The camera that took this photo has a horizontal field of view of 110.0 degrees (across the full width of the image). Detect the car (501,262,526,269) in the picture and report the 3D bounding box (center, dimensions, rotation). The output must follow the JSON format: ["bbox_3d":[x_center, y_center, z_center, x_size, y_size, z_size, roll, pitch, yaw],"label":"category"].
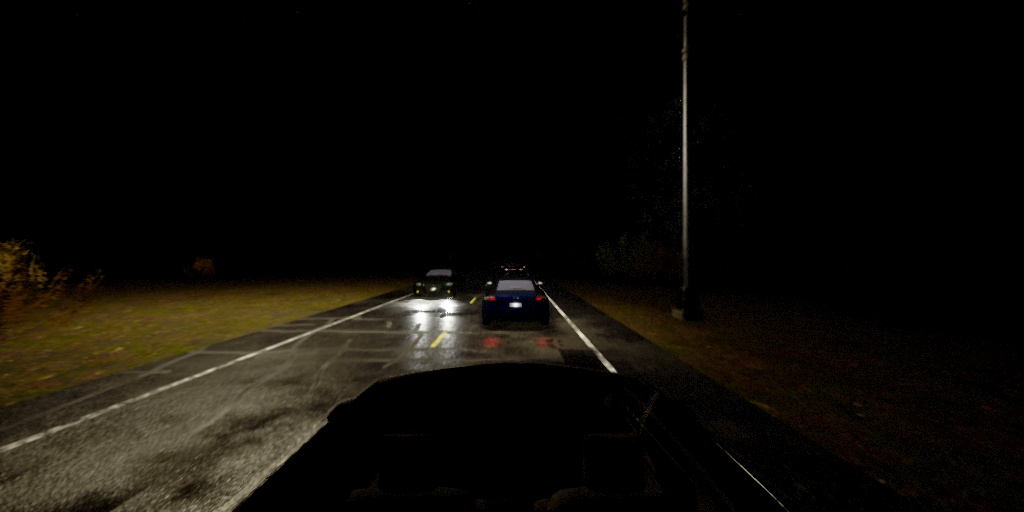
[{"bbox_3d":[0.107,1.237,29.373,2.128,1.511,4.902,0,0,0],"label":"car"}]

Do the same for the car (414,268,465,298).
[{"bbox_3d":[-3.578,1.313,18.301,1.994,1.385,4.181,0,0,0],"label":"car"}]

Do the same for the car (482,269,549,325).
[{"bbox_3d":[0.103,1.314,11.852,1.994,1.385,4.181,0,0,0],"label":"car"}]
